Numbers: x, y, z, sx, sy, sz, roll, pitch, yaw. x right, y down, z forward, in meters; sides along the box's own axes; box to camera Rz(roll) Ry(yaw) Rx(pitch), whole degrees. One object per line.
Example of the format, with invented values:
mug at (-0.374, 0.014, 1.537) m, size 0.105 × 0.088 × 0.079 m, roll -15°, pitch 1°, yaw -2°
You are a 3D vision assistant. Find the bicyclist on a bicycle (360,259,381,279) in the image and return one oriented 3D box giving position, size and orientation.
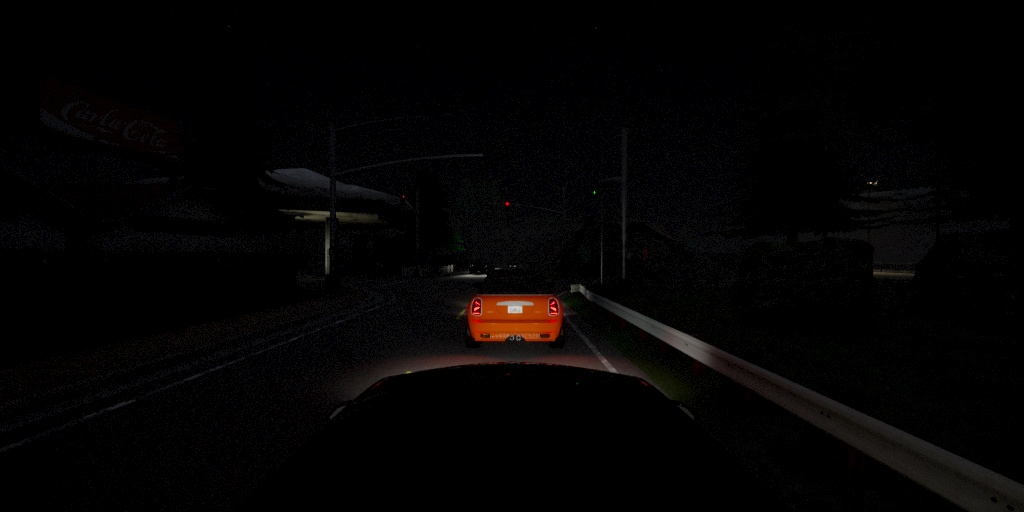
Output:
bicyclist on a bicycle at (-11.758, 1.097, 29.870) m, size 1.656 × 1.620 × 0.582 m, roll 1°, pitch -3°, yaw -19°

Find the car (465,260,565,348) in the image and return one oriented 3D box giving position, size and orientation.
car at (0.078, 1.102, 9.384) m, size 2.097 × 1.767 × 4.553 m, roll 0°, pitch 0°, yaw 0°

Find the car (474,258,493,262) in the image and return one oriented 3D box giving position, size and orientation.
car at (-3.575, 1.102, 40.648) m, size 2.097 × 1.767 × 4.553 m, roll 0°, pitch 0°, yaw 0°
